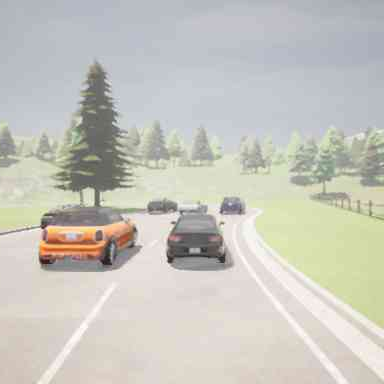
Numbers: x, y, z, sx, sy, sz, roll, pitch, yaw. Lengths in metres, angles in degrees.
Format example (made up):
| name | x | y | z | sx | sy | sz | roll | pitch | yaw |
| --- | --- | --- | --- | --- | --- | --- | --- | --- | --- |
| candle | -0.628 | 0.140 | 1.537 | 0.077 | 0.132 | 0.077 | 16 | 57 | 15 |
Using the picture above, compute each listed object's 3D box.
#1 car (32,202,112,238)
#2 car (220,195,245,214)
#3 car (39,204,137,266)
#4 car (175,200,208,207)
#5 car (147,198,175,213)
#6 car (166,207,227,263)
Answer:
| name | x | y | z | sx | sy | sz | roll | pitch | yaw |
| --- | --- | --- | --- | --- | --- | --- | --- | --- | --- |
| car | -6.240 | 1.395 | 18.109 | 2.128 | 1.511 | 4.902 | 0 | 0 | 7 |
| car | 4.097 | 1.191 | 32.984 | 2.097 | 1.767 | 4.553 | 0 | 0 | 14 |
| car | -3.307 | 1.290 | 11.495 | 2.097 | 1.767 | 4.553 | 0 | 0 | 3 |
| car | 0.205 | 1.441 | 31.934 | 1.895 | 1.301 | 4.718 | 0 | 0 | 15 |
| car | -2.926 | 1.320 | 33.717 | 2.128 | 1.511 | 4.902 | 0 | 0 | 14 |
| car | 0.190 | 1.467 | 11.680 | 1.812 | 1.442 | 4.674 | 0 | 1 | 3 |
